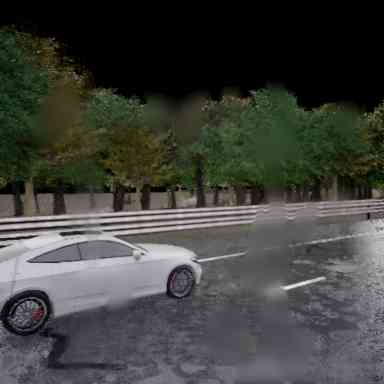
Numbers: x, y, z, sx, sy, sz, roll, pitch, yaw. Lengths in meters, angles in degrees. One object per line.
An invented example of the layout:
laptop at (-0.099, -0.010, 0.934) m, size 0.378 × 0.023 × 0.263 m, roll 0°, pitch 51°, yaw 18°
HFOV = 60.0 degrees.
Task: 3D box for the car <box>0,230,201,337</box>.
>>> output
car at (-1.993, 1.493, 6.594) m, size 4.674 × 1.442 × 1.812 m, roll -1°, pitch 1°, yaw -35°
